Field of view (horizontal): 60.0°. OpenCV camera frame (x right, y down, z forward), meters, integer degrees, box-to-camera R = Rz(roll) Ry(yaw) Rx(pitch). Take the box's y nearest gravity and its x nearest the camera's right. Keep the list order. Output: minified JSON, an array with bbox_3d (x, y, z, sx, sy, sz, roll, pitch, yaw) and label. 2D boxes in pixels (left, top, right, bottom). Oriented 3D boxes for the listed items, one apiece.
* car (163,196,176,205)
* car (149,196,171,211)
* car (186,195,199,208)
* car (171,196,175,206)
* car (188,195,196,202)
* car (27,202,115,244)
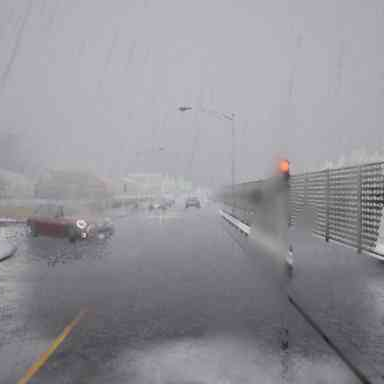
[{"bbox_3d":[-4.090,1.468,61.023,1.882,1.535,5.008,0,0,0],"label":"car"},{"bbox_3d":[-4.113,1.485,40.632,2.128,1.511,4.902,0,0,0],"label":"car"},{"bbox_3d":[0.085,1.485,47.543,2.128,1.511,4.902,0,0,0],"label":"car"},{"bbox_3d":[-4.113,1.556,50.569,1.994,1.385,4.181,0,0,0],"label":"car"},{"bbox_3d":[-0.021,1.467,74.022,1.882,1.535,5.008,0,0,0],"label":"car"},{"bbox_3d":[-5.776,1.349,15.784,4.553,1.767,2.097,0,1,34],"label":"car"}]
